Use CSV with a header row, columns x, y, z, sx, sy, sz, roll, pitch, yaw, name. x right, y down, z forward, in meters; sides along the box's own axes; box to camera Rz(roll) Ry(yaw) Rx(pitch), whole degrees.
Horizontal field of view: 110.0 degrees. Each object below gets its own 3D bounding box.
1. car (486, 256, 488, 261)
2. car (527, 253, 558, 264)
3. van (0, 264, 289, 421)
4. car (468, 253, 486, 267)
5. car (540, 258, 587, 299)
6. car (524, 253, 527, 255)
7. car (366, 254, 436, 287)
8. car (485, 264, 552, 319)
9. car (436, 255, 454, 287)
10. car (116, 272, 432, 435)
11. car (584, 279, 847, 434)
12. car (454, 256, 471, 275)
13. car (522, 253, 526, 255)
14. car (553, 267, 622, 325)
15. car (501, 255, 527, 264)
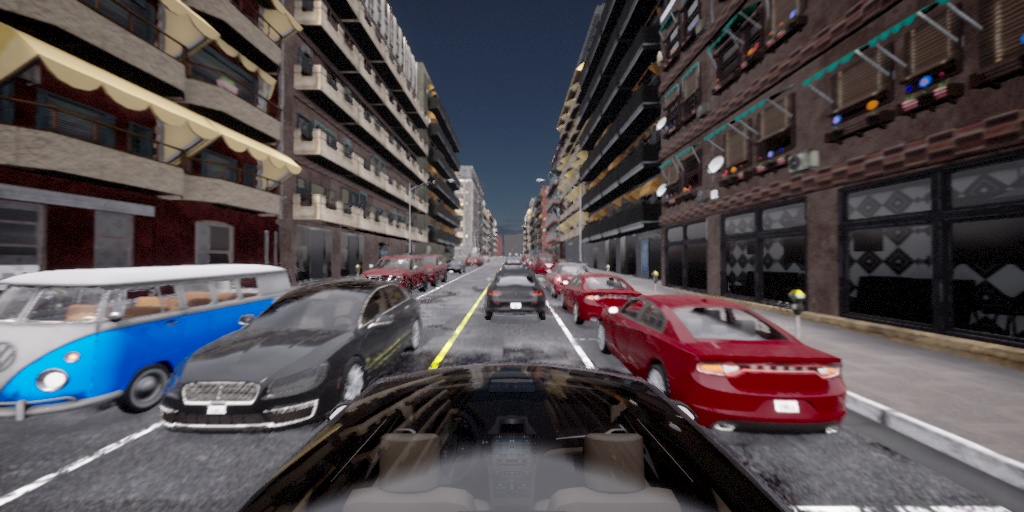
x,y,z,sx,sy,sz,roll,pitch,yaw,name
-5.280,0.718,55.441,1.888,1.381,4.507,0,0,0,car
2.550,0.767,27.726,2.192,1.841,5.009,0,0,0,car
-5.313,1.042,5.672,1.690,1.789,3.998,0,0,0,van
-5.284,0.539,49.910,2.192,1.841,5.009,0,0,0,car
2.585,1.016,16.666,1.967,1.591,4.097,0,0,0,car
2.557,0.776,38.788,1.967,1.591,4.097,0,0,0,car
-5.305,0.888,16.731,2.192,1.841,5.009,0,0,0,car
0.106,1.154,12.056,1.812,1.442,4.674,0,1,0,car
-5.302,0.826,22.261,2.192,1.841,5.009,0,0,0,car
-2.845,1.204,5.885,1.837,1.490,4.892,0,1,0,car
2.570,1.250,5.605,1.888,1.381,4.507,0,0,0,car
-5.294,0.956,33.322,1.948,1.339,4.313,0,0,0,car
2.572,0.441,60.912,2.192,1.841,5.009,0,0,0,car
2.574,1.185,11.134,1.888,1.381,4.507,0,0,0,car
0.119,0.925,29.389,2.128,1.511,4.902,0,1,0,car
